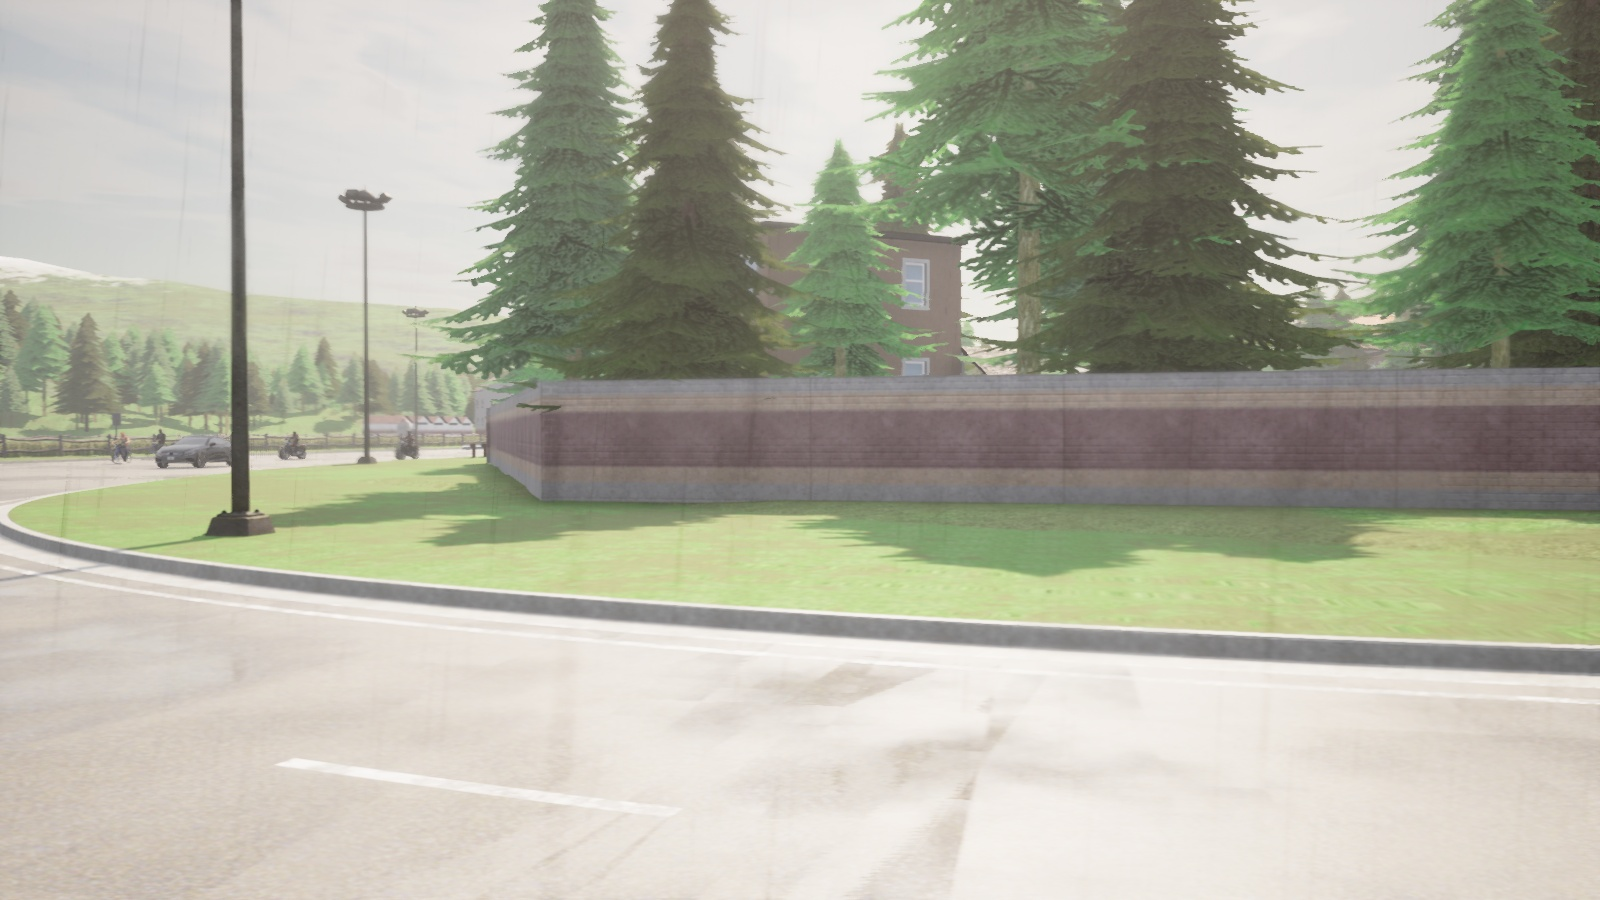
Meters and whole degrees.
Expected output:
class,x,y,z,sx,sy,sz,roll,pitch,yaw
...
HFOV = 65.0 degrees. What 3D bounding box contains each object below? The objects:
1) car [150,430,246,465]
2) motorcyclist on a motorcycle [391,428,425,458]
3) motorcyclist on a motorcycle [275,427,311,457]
class,x,y,z,sx,sy,sz,roll,pitch,yaw
car,-26.471,-0.143,55.382,1.812,1.442,4.674,0,1,2
motorcyclist on a motorcycle,-21.487,-0.398,68.853,0.766,1.649,2.350,1,1,10
motorcyclist on a motorcycle,-28.346,-0.457,70.250,0.766,1.649,2.350,1,1,10
